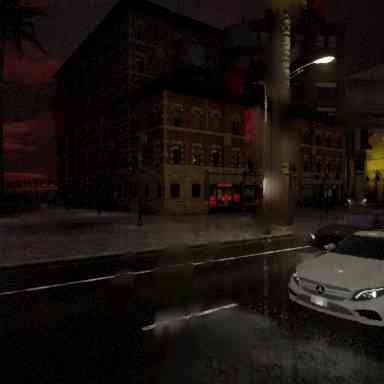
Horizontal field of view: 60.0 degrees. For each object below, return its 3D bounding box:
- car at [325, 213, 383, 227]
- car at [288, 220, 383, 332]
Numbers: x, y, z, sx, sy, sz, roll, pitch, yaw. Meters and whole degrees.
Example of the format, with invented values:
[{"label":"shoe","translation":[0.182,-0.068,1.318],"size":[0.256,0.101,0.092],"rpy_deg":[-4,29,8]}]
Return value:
[{"label":"car","translation":[6.956,1.548,13.204],"size":[5.357,1.411,2.033],"rpy_deg":[0,0,-35]},{"label":"car","translation":[3.991,1.526,6.820],"size":[4.674,1.442,1.812],"rpy_deg":[0,0,-35]}]
